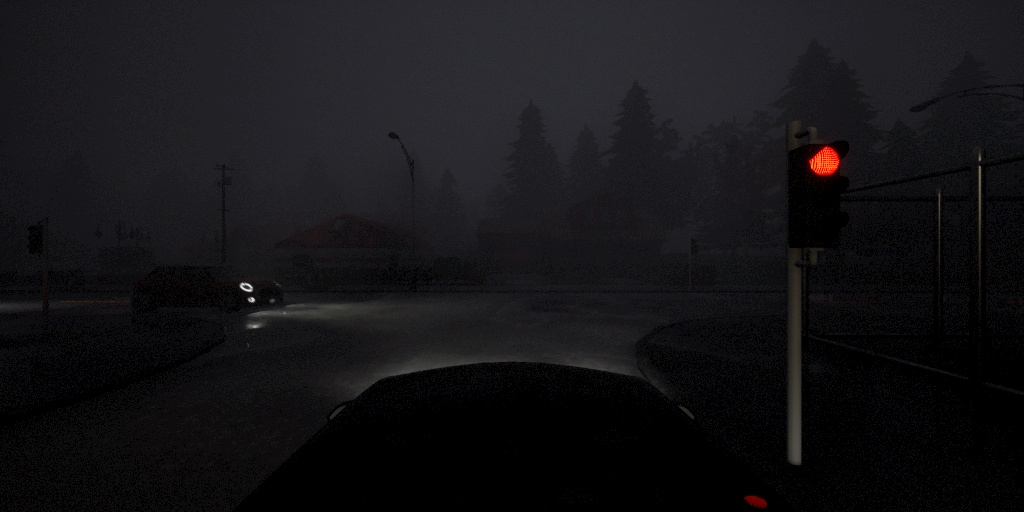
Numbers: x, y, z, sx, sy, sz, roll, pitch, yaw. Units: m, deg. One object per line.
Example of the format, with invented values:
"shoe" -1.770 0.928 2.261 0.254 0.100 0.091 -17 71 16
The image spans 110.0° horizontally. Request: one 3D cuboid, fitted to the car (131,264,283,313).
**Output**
"car" -11.254 1.101 13.480 4.553 1.767 2.097 0 0 0
